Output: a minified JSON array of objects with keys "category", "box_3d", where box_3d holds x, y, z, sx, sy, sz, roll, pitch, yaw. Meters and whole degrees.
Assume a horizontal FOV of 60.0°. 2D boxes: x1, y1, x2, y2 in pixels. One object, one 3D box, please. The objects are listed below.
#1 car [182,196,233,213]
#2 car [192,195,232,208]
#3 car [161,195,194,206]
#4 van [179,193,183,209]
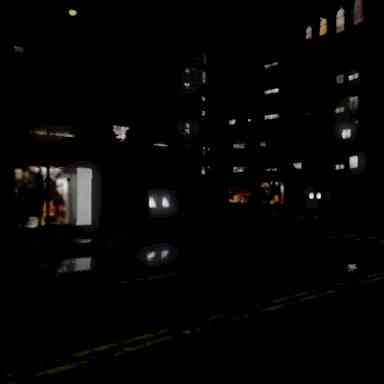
[{"category":"car","box_3d":[1.710,1.214,30.769,4.403,1.369,2.008,2,-1,37]},{"category":"car","box_3d":[2.413,1.144,40.763,4.403,1.369,2.008,2,0,37]},{"category":"car","box_3d":[-1.984,1.057,44.109,4.206,1.307,1.802,2,0,37]},{"category":"van","box_3d":[-2.681,0.887,34.116,3.998,1.788,1.690,2,-1,37]}]
